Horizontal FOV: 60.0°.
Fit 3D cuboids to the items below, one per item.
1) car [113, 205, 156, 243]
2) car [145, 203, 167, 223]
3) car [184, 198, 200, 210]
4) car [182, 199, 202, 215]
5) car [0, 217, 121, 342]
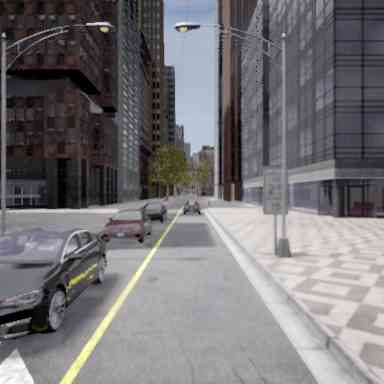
[{"bbox_3d":[-3.092,1.605,16.709,1.812,1.442,4.674,0,0,0],"label":"car"},{"bbox_3d":[-3.089,1.606,27.065,1.882,1.535,5.008,0,0,0],"label":"car"},{"bbox_3d":[0.000,1.720,47.621,2.128,1.511,4.902,0,0,0],"label":"car"},{"bbox_3d":[-0.004,1.701,36.933,1.812,1.442,4.674,0,0,0],"label":"car"},{"bbox_3d":[-3.101,1.525,6.878,2.128,1.511,4.902,0,0,-1],"label":"car"}]
